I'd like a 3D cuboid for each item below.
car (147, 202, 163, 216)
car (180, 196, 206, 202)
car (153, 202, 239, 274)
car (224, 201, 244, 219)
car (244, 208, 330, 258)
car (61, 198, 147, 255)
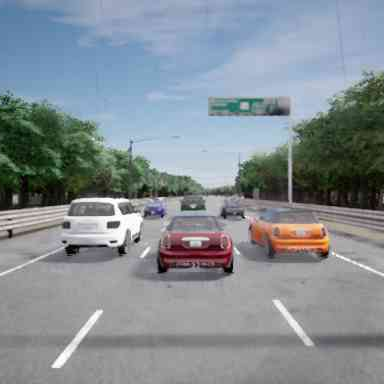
[{"bbox_3d":[-3.416,1.641,31.398,1.812,1.442,4.674,0,0,0],"label":"car"},{"bbox_3d":[0.086,1.328,29.553,2.150,2.045,5.566,0,0,0],"label":"car"},{"bbox_3d":[0.095,1.387,10.871,2.097,1.767,4.553,0,0,0],"label":"car"},{"bbox_3d":[3.585,1.601,30.281,2.128,1.511,4.902,0,0,0],"label":"car"},{"bbox_3d":[3.594,1.394,13.113,2.097,1.767,4.553,0,0,0],"label":"car"},{"bbox_3d":[-3.406,1.265,13.562,2.150,2.045,5.566,0,0,0],"label":"car"}]
